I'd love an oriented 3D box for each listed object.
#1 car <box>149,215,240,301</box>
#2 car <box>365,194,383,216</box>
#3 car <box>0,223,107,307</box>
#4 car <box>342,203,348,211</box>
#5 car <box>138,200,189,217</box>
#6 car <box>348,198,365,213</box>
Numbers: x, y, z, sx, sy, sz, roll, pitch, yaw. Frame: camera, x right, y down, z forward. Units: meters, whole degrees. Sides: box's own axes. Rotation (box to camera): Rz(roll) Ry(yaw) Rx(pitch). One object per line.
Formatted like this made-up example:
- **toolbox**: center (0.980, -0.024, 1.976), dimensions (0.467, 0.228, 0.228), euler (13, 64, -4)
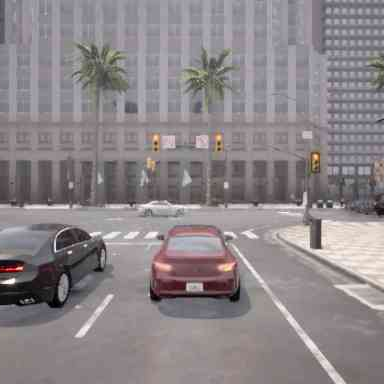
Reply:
- **car**: center (0.075, 1.524, 8.212), dimensions (1.812, 1.442, 4.674), euler (0, 0, 1)
- **car**: center (19.598, 1.214, 30.784), dimensions (5.566, 2.045, 2.150), euler (0, 0, 0)
- **car**: center (-3.435, 1.503, 7.960), dimensions (1.837, 1.490, 4.892), euler (0, 0, 0)
- **car**: center (19.774, 1.482, 37.985), dimensions (4.902, 1.511, 2.128), euler (0, 0, 0)
- **car**: center (-2.593, 1.518, 30.816), dimensions (4.674, 1.442, 1.812), euler (0, 0, 0)
- **car**: center (19.052, 1.555, 34.485), dimensions (4.181, 1.385, 1.994), euler (0, 0, 0)
